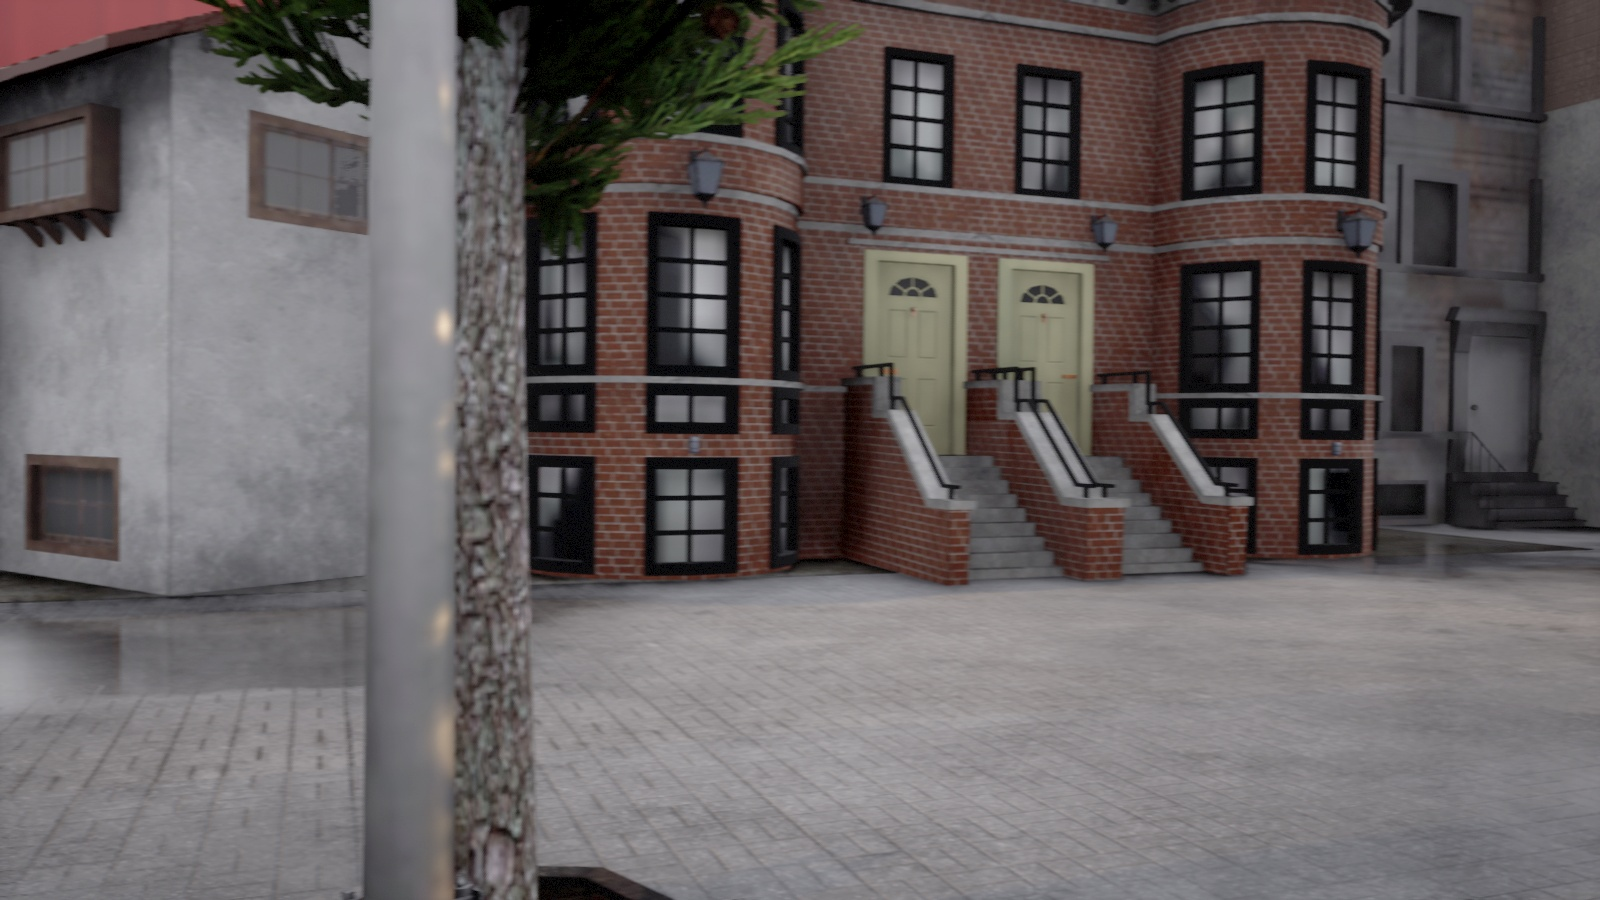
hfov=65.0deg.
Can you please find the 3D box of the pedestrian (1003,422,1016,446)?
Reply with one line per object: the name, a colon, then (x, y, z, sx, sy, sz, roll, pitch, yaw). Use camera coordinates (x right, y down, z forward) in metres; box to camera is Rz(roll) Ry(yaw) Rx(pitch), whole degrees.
pedestrian: (16.206, -1.250, 97.160, 0.634, 1.844, 0.899, -1, 1, -21)
